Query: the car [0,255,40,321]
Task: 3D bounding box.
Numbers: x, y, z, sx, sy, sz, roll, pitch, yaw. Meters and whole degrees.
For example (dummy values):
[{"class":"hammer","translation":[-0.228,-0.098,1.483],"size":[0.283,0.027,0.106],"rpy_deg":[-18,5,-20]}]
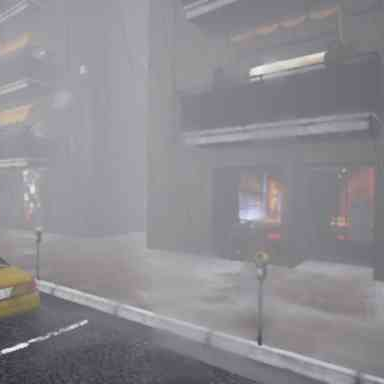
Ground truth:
[{"class":"car","translation":[-4.795,1.502,6.285],"size":[4.829,1.417,1.752],"rpy_deg":[0,1,36]}]
